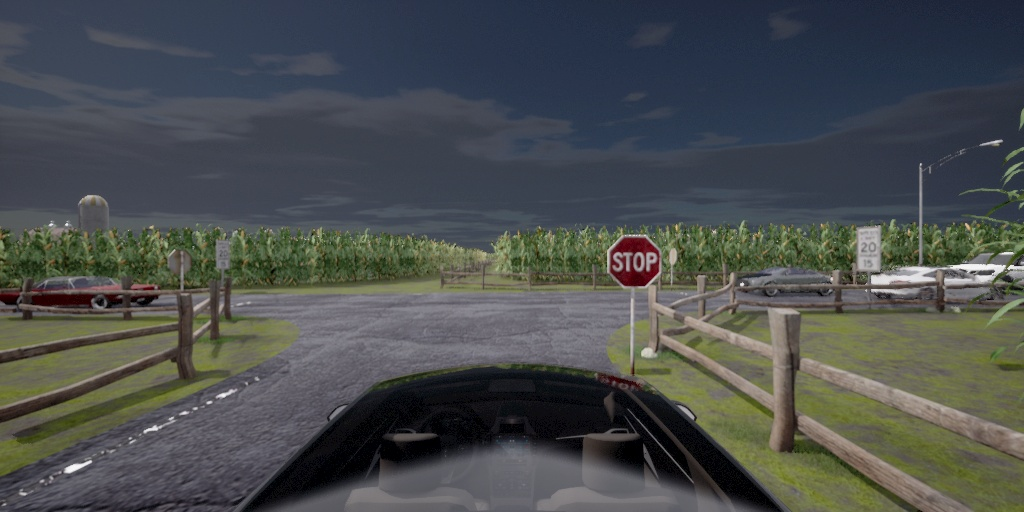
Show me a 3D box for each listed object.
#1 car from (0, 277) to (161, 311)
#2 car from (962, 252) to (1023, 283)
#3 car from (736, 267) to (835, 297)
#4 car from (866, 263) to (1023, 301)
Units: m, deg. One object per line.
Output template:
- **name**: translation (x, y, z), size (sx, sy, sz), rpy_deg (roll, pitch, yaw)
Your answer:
- **car**: translation (-17.428, 1.503, 14.697), size (4.718, 1.301, 1.895), rpy_deg (0, 0, 0)
- **car**: translation (24.826, 0.808, 17.911), size (5.566, 2.045, 2.150), rpy_deg (0, 0, 0)
- **car**: translation (13.427, 1.224, 17.844), size (4.181, 1.385, 1.994), rpy_deg (0, 0, -1)
- **car**: translation (17.595, 1.173, 14.960), size (4.674, 1.442, 1.812), rpy_deg (0, 0, 0)
